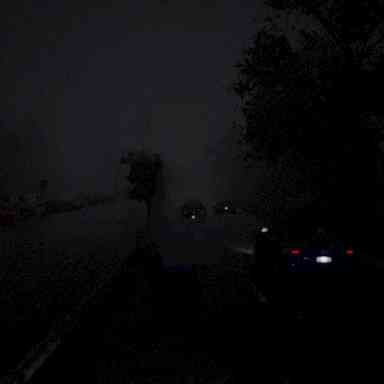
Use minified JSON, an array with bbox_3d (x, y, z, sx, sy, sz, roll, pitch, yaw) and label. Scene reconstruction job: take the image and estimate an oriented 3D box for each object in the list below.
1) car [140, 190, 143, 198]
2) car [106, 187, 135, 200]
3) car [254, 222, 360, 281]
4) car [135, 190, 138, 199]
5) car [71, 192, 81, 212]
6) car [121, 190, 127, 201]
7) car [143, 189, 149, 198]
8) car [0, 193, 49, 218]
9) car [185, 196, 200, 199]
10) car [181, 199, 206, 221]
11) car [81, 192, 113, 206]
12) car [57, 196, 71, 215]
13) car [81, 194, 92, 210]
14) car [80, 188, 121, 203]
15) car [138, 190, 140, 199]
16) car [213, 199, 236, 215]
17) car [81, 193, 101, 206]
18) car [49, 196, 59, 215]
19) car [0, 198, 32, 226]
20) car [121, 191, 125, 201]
[{"bbox_3d":[-13.808,0.760,72.602,4.892,1.521,2.231,-1,0,-20],"label":"car"},{"bbox_3d":[-13.835,0.637,60.577,5.566,2.045,2.435,-1,1,-20],"label":"car"},{"bbox_3d":[3.100,1.557,9.822,1.994,1.385,4.181,0,0,0],"label":"car"},{"bbox_3d":[-13.775,0.692,66.605,4.553,1.767,2.185,-1,1,-20],"label":"car"},{"bbox_3d":[-13.856,1.171,33.581,4.553,1.767,2.185,-1,1,-20],"label":"car"},{"bbox_3d":[-13.985,0.969,54.530,5.366,1.575,1.946,-1,1,-20],"label":"car"},{"bbox_3d":[-13.824,0.454,78.587,5.566,2.045,2.435,-1,1,-20],"label":"car"},{"bbox_3d":[-13.858,1.153,24.568,5.566,2.045,2.435,-1,1,-20],"label":"car"},{"bbox_3d":[0.100,1.184,42.866,1.812,1.442,4.674,0,1,0],"label":"car"},{"bbox_3d":[0.100,1.495,26.262,1.895,1.301,4.718,0,1,0],"label":"car"},{"bbox_3d":[-13.791,1.134,45.610,4.792,1.488,2.163,-1,1,-20],"label":"car"},{"bbox_3d":[-13.829,1.380,30.595,4.674,1.452,2.002,-1,0,-20],"label":"car"},{"bbox_3d":[-13.825,1.292,36.594,4.674,1.452,2.002,-1,1,-20],"label":"car"},{"bbox_3d":[-13.794,0.806,48.609,5.566,2.045,2.435,-1,1,-20],"label":"car"},{"bbox_3d":[-13.836,0.662,69.591,4.553,1.767,2.185,-1,0,-20],"label":"car"},{"bbox_3d":[3.100,1.390,32.128,1.994,1.385,4.181,0,1,0],"label":"car"},{"bbox_3d":[-13.814,1.204,39.594,5.008,1.535,2.097,-1,1,-20],"label":"car"},{"bbox_3d":[-13.854,1.402,27.570,4.792,1.488,2.163,-1,1,-20],"label":"car"},{"bbox_3d":[-13.660,1.424,21.643,5.366,1.575,1.946,-1,0,-20],"label":"car"},{"bbox_3d":[-13.639,1.005,51.664,5.366,1.575,1.946,-1,1,-20],"label":"car"}]
